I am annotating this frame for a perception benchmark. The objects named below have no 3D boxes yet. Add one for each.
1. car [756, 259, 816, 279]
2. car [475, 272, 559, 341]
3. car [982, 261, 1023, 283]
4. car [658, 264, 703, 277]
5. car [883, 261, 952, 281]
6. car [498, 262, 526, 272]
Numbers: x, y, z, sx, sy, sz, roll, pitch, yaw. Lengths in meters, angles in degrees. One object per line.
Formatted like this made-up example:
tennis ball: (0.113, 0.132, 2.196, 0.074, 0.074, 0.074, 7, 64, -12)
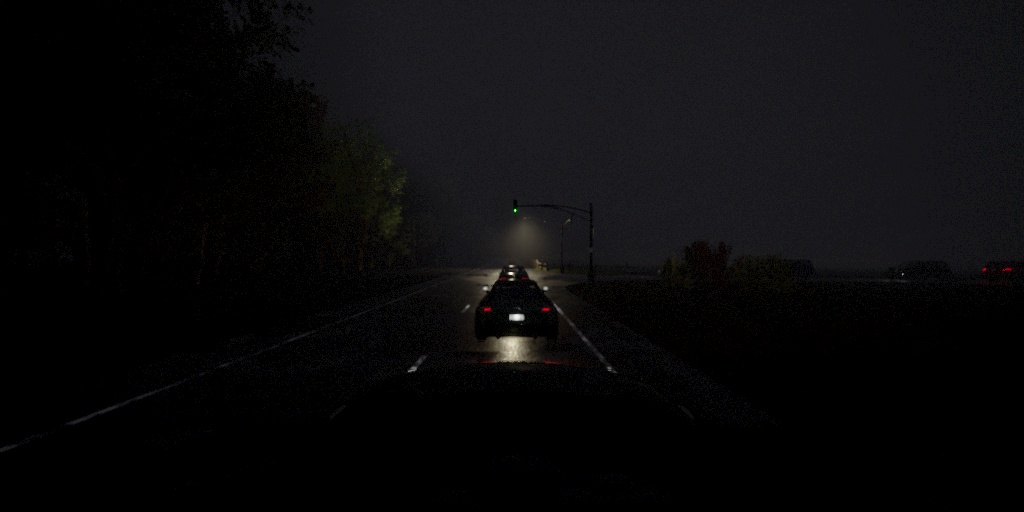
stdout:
car: (28.726, 1.345, 37.851, 5.566, 2.045, 2.150, 1, -1, 1)
car: (0.100, 1.316, 9.882, 1.994, 1.385, 4.181, 0, 0, 0)
car: (48.547, 1.501, 34.164, 5.566, 2.045, 2.150, 1, -1, 0)
car: (17.999, 1.498, 37.916, 4.902, 1.511, 2.128, 1, -1, 1)
car: (42.687, 1.495, 37.774, 5.566, 2.045, 2.150, 0, -1, 0)
car: (0.099, 1.304, 22.387, 2.033, 1.411, 5.357, 0, 0, 0)
